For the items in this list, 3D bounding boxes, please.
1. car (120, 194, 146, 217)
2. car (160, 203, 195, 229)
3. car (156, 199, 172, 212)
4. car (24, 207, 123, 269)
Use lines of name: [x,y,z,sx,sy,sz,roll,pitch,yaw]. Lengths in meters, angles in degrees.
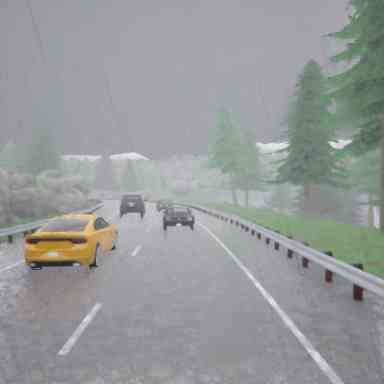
car: [-5.558,1.232,31.430,2.150,2.045,5.566,0,0,-7]
car: [-0.952,1.603,21.442,1.895,1.301,4.718,0,0,-5]
car: [-3.239,1.554,39.477,2.033,1.411,5.357,0,0,-10]
car: [-3.763,1.484,11.199,1.882,1.535,5.008,0,0,-3]
